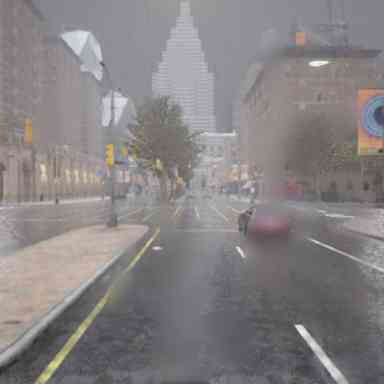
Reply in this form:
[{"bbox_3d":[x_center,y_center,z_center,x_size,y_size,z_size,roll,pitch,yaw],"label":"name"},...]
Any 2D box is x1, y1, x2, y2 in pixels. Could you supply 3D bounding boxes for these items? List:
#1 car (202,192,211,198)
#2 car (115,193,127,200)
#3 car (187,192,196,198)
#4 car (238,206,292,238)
[{"bbox_3d":[3.367,0.700,75.533,1.895,1.301,4.718,0,1,0],"label":"car"},{"bbox_3d":[-14.871,0.880,68.733,1.895,1.301,4.718,0,1,0],"label":"car"},{"bbox_3d":[-0.133,0.701,75.527,1.895,1.301,4.718,0,1,0],"label":"car"},{"bbox_3d":[3.472,1.388,16.528,1.994,1.385,4.181,0,1,0],"label":"car"}]
